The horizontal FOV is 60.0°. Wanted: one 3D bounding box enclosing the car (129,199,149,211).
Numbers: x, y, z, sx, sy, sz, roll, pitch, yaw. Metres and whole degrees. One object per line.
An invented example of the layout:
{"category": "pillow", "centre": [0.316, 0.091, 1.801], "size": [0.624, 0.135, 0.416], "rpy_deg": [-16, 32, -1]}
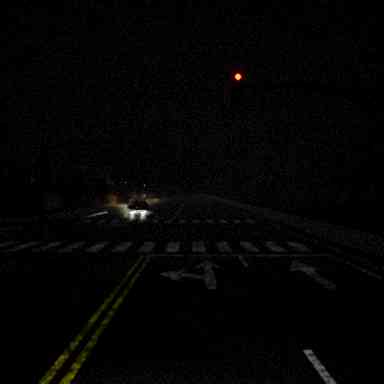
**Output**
{"category": "car", "centre": [-6.405, 1.588, 40.575], "size": [1.994, 1.385, 4.181], "rpy_deg": [0, 1, 0]}
